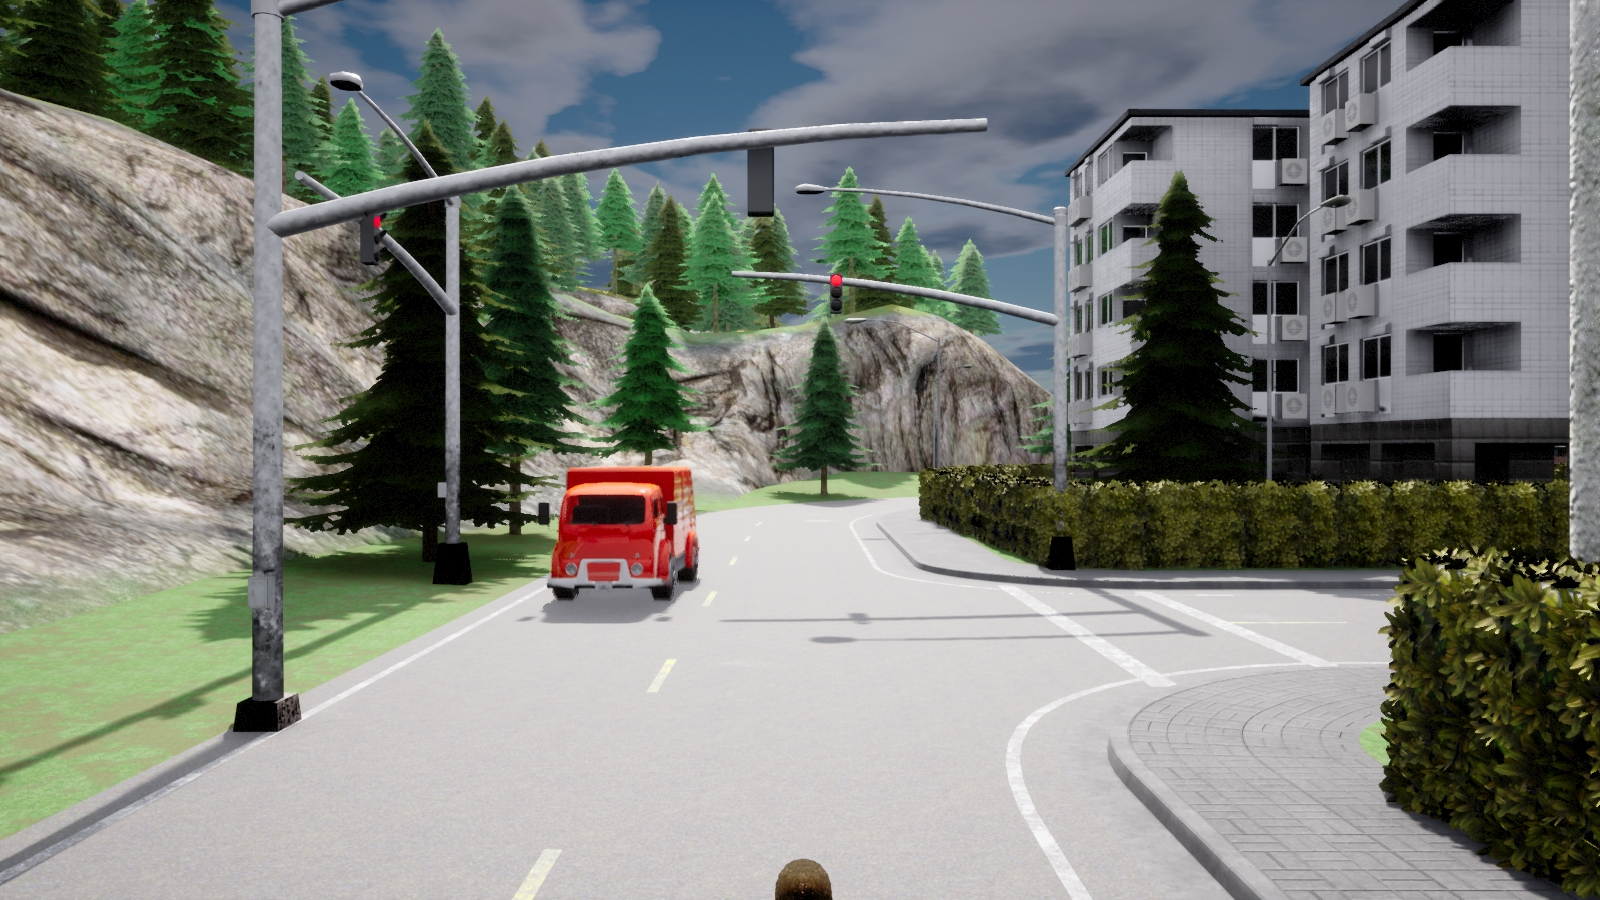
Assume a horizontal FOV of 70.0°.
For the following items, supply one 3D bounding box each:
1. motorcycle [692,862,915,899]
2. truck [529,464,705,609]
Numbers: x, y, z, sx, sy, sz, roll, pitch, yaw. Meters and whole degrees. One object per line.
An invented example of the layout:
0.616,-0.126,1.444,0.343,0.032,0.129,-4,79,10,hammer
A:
0.010,2.193,3.477,0.803,1.145,2.033,0,0,0,motorcycle
-3.429,1.545,22.638,2.627,2.467,5.204,0,0,0,truck
